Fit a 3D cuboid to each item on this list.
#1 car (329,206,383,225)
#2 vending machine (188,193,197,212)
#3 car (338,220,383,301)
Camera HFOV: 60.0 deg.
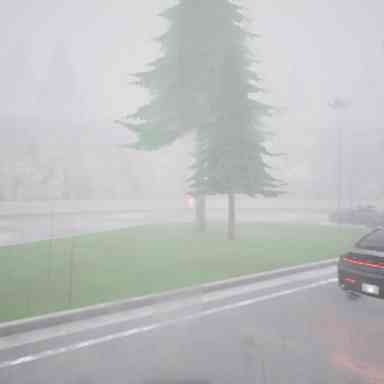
[{"bbox_3d":[11.340,1.594,22.362,1.994,1.385,4.181,0,0,-25],"label":"car"},{"bbox_3d":[0.035,1.180,38.097,0.880,2.100,1.100,0,0,-8],"label":"vending machine"},{"bbox_3d":[5.227,1.520,7.476,4.892,1.490,1.837,0,0,-36],"label":"car"}]
